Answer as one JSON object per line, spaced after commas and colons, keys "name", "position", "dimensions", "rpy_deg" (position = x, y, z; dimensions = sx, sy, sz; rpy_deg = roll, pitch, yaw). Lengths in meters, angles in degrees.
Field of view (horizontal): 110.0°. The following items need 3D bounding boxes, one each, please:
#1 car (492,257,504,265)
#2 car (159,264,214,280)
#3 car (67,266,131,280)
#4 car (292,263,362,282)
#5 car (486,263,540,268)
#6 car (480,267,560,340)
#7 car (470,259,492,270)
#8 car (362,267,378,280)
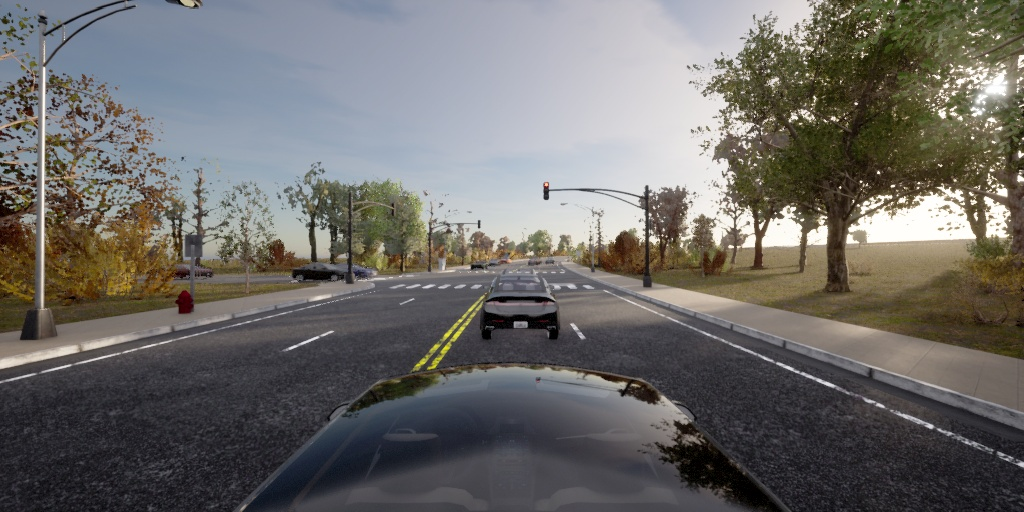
{"name": "car", "position": [-3.183, 1.217, 63.990], "dimensions": [2.033, 1.411, 5.357], "rpy_deg": [0, 0, 6]}
{"name": "car", "position": [-32.176, 1.530, 35.516], "dimensions": [5.008, 1.535, 1.882], "rpy_deg": [-1, -1, 10]}
{"name": "car", "position": [-38.390, 1.630, 33.325], "dimensions": [5.357, 1.411, 2.033], "rpy_deg": [-1, -1, 10]}
{"name": "car", "position": [-15.281, 1.316, 29.201], "dimensions": [5.008, 1.535, 1.882], "rpy_deg": [-1, -1, 10]}
{"name": "car", "position": [0.291, 1.241, 15.340], "dimensions": [2.128, 1.511, 4.902], "rpy_deg": [0, 0, 2]}
{"name": "car", "position": [0.199, 1.242, 10.011], "dimensions": [2.128, 1.511, 4.902], "rpy_deg": [0, 0, 0]}
{"name": "car", "position": [-4.493, 1.303, 49.832], "dimensions": [1.895, 1.301, 4.718], "rpy_deg": [0, 0, 6]}
{"name": "car", "position": [-14.625, 1.393, 32.605], "dimensions": [4.674, 1.442, 1.812], "rpy_deg": [-1, -1, 7]}
